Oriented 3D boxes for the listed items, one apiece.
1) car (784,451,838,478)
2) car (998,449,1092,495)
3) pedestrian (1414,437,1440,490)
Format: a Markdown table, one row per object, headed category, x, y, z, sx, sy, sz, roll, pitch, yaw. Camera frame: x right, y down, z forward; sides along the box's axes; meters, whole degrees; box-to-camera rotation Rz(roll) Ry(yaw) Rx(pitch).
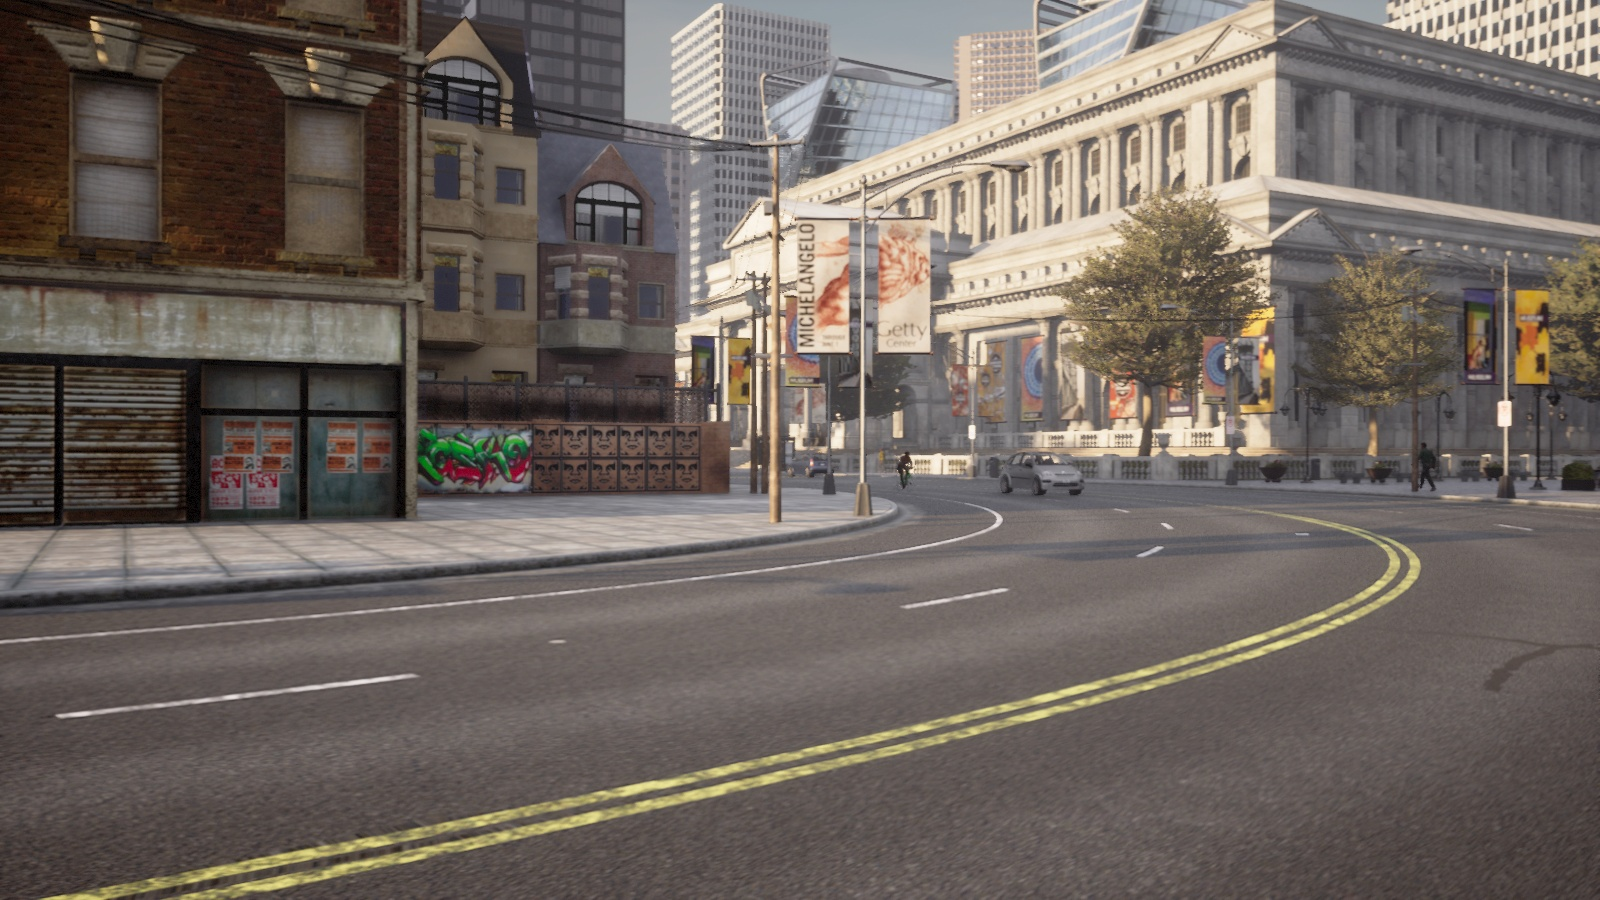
| category | x | y | z | sx | sy | sz | roll | pitch | yaw |
| --- | --- | --- | --- | --- | --- | --- | --- | --- | --- |
| car | 0.671 | 0.907 | 80.160 | 1.851 | 1.617 | 3.988 | 0 | 0 | -25 |
| car | 8.975 | 0.772 | 46.336 | 1.851 | 1.617 | 3.988 | 0 | 0 | -15 |
| pedestrian | 23.061 | 0.492 | 46.195 | 0.423 | 1.949 | 0.788 | 0 | 0 | -19 |
